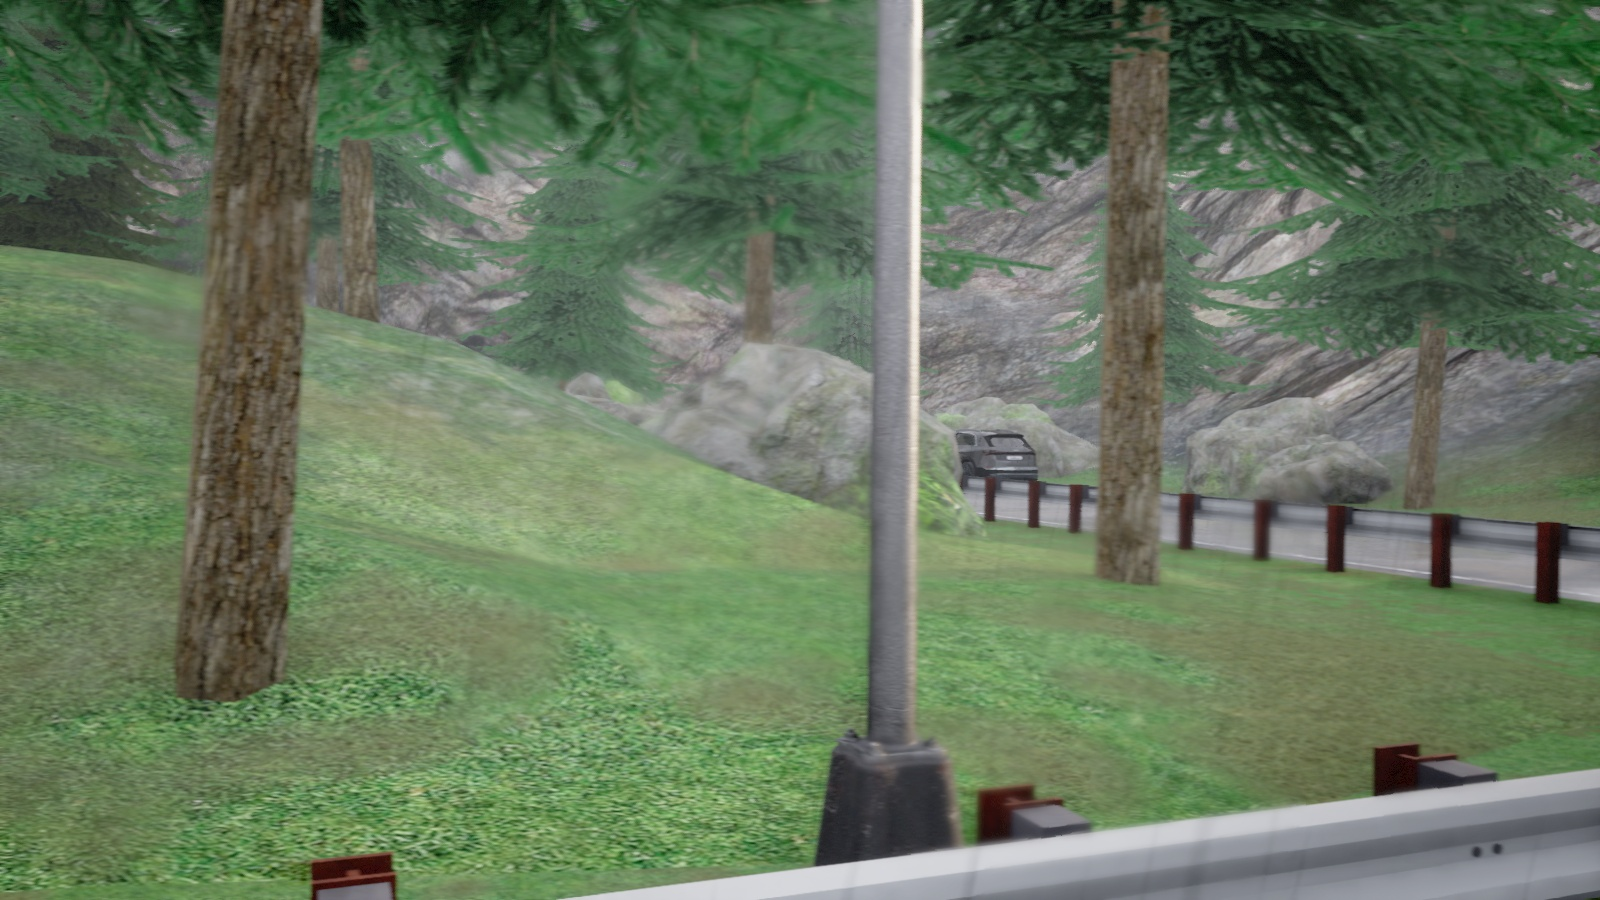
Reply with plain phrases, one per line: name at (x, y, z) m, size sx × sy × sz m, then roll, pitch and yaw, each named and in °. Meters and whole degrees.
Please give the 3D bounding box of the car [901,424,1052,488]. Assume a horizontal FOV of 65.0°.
car at (4.817, 0.122, 34.982) m, size 2.033 × 1.649 × 4.856 m, roll -1°, pitch 1°, yaw -21°
